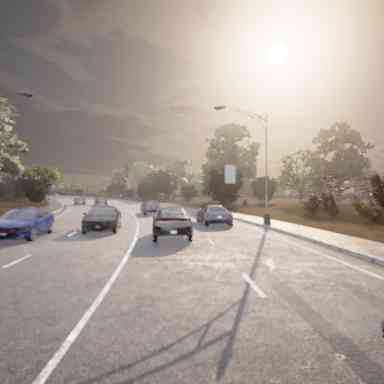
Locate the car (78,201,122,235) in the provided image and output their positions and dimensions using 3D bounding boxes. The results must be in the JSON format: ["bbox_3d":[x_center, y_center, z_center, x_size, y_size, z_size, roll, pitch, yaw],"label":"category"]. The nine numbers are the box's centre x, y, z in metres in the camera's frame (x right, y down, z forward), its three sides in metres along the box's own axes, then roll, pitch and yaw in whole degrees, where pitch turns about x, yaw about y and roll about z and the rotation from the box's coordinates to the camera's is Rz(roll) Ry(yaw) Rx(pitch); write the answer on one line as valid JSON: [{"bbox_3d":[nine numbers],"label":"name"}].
[{"bbox_3d":[-5.142,1.514,19.388,1.882,1.535,5.008,0,0,-8],"label":"car"}]

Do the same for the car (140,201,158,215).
[{"bbox_3d":[-4.347,1.604,34.903,2.033,1.411,5.357,0,0,-14],"label":"car"}]

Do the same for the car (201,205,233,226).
[{"bbox_3d":[1.499,1.595,23.529,1.994,1.385,4.181,0,0,-9],"label":"car"}]

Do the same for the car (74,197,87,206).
[{"bbox_3d":[-19.279,1.591,57.341,2.128,1.511,4.902,0,0,-21],"label":"car"}]

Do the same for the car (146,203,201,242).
[{"bbox_3d":[-1.061,1.517,16.713,2.128,1.511,4.902,0,0,-7],"label":"car"}]

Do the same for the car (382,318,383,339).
[{"bbox_3d":[3.463,1.521,2.495,1.812,1.442,4.674,0,0,-1],"label":"car"}]

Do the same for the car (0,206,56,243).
[{"bbox_3d":[-8.272,1.516,16.517,1.882,1.535,5.008,0,0,-8],"label":"car"}]

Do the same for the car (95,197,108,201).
[{"bbox_3d":[-16.070,1.594,58.722,2.128,1.511,4.902,0,0,-21],"label":"car"}]
